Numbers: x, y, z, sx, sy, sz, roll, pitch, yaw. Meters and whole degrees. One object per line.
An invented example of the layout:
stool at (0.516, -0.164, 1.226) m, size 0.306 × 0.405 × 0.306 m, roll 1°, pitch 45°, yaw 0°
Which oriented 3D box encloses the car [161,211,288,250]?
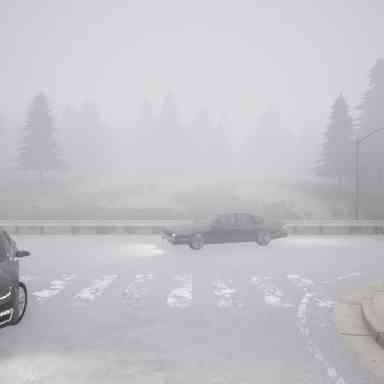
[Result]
car at (1.457, 1.547, 14.231) m, size 5.357 × 1.411 × 2.033 m, roll 0°, pitch 0°, yaw -20°

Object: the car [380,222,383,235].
car at (11.236, 1.492, 15.111) m, size 4.902 × 1.511 × 2.128 m, roll 0°, pitch 0°, yaw 0°

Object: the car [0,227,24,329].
car at (-4.458, 1.505, 6.589) m, size 1.837 × 1.490 × 4.892 m, roll 0°, pitch 0°, yaw -28°
